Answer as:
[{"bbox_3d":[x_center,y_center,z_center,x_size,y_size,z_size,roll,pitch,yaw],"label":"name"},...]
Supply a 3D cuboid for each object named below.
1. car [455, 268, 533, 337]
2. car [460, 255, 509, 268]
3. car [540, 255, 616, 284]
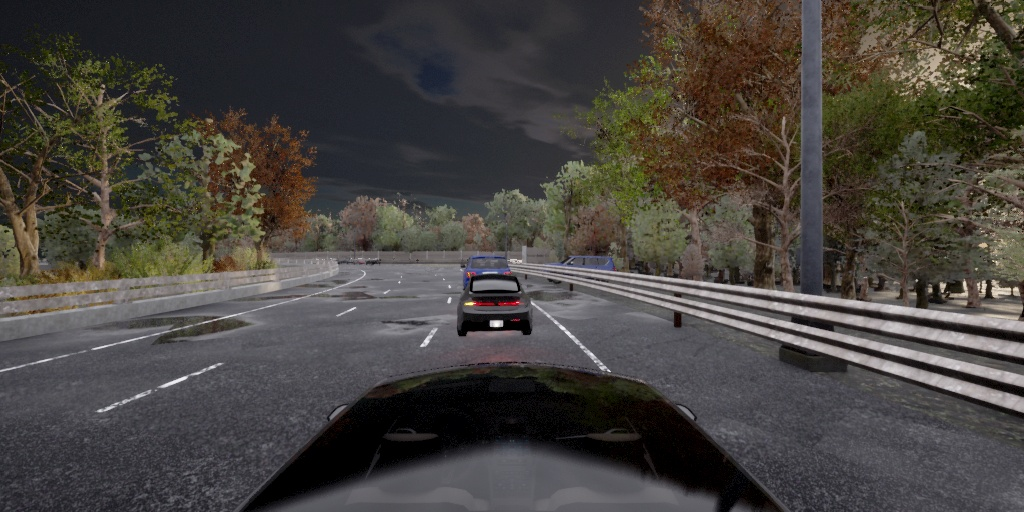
[{"bbox_3d":[-0.558,1.255,10.366,1.837,1.490,4.892,0,0,-5],"label":"car"},{"bbox_3d":[-1.329,0.971,17.840,2.150,2.045,5.566,0,0,-9],"label":"car"},{"bbox_3d":[4.820,0.965,26.140,5.566,2.045,2.150,2,1,-7],"label":"car"}]
